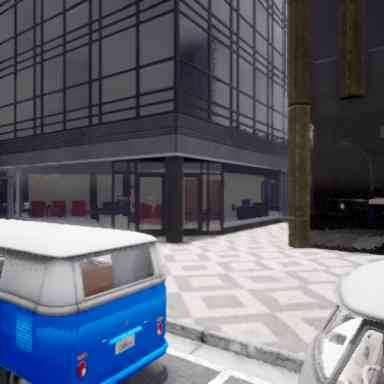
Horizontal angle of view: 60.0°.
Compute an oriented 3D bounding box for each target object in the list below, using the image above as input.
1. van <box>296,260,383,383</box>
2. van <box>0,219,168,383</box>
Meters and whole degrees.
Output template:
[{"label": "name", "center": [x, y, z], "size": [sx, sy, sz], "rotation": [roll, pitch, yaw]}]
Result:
[{"label": "van", "center": [2.404, 1.339, 1.284], "size": [3.998, 1.788, 1.690], "rotation": [0, 0, 35]}, {"label": "van", "center": [-2.209, 1.329, 4.492], "size": [3.998, 1.788, 1.690], "rotation": [0, 0, 35]}]
